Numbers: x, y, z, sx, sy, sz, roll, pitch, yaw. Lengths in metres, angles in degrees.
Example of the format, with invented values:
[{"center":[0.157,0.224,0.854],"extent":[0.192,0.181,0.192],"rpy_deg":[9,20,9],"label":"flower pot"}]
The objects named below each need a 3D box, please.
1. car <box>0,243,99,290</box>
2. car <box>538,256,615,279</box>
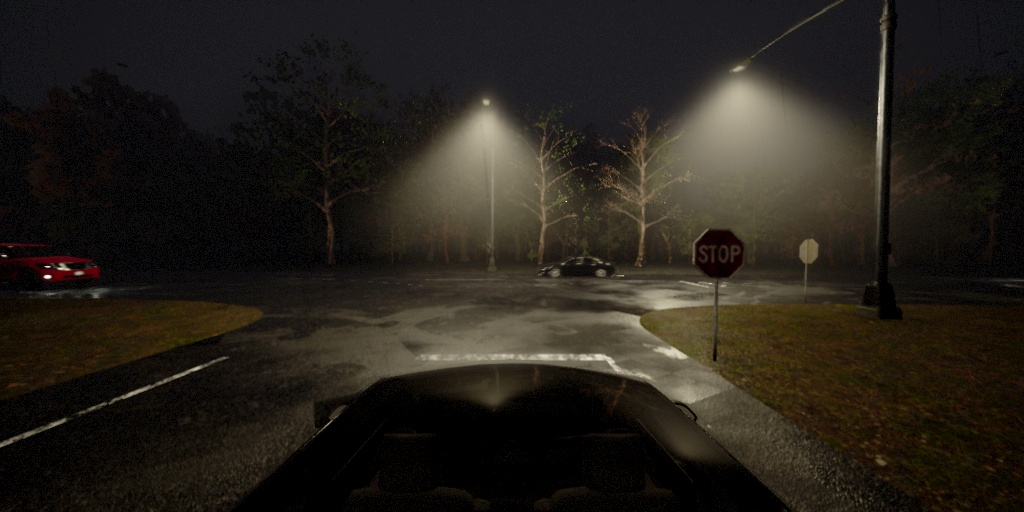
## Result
[{"center":[-22.679,0.420,16.548],"extent":[5.566,2.045,2.150],"rpy_deg":[0,2,1],"label":"car"},{"center":[4.163,0.760,23.246],"extent":[4.892,1.490,1.837],"rpy_deg":[0,1,0],"label":"car"}]
